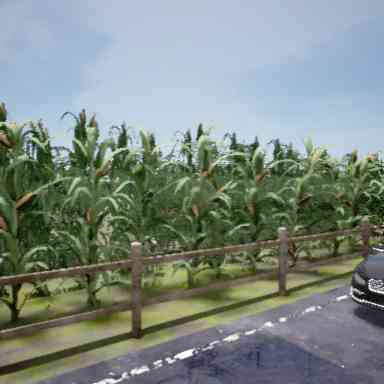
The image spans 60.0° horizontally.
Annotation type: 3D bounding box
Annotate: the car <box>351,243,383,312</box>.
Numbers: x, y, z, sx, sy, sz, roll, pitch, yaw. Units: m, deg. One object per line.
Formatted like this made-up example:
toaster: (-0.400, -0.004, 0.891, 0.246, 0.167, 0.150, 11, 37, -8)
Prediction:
car: (5.158, 1.479, 6.782, 4.892, 1.490, 1.837, 0, 0, -36)
